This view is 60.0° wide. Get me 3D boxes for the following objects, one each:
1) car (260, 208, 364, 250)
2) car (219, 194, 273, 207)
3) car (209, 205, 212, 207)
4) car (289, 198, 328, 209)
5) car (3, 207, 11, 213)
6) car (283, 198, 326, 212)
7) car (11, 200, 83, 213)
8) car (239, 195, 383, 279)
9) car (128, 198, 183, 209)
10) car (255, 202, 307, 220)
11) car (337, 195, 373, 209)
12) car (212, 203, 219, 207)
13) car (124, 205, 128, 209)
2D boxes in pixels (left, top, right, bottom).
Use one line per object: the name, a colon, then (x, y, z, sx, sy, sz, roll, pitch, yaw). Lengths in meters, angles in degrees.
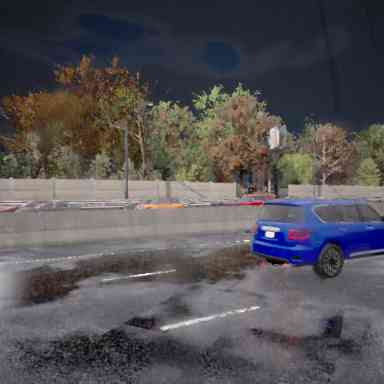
car: (5.417, 1.525, 14.855, 4.674, 1.442, 1.812, 0, 0, -30)
car: (5.657, 1.221, 31.429, 5.566, 2.045, 2.150, 0, 0, -30)
car: (4.590, 1.548, 38.910, 5.357, 1.411, 2.033, 0, 0, -30)
car: (16.060, 1.551, 45.591, 5.357, 1.411, 2.033, 0, 0, -30)
car: (-13.344, 1.478, 28.461, 5.008, 1.535, 1.882, 0, 0, -30)
car: (13.572, 1.493, 40.091, 4.902, 1.511, 2.128, 0, 0, -30)
car: (-11.034, 1.492, 25.754, 4.902, 1.511, 2.128, 0, 0, -30)
car: (4.383, 1.221, 10.201, 5.566, 2.045, 2.150, 0, 0, -30)
car: (-3.041, 1.352, 30.411, 4.553, 1.767, 2.097, 0, 0, -30)
car: (7.649, 1.564, 28.540, 4.181, 1.385, 1.994, 0, 0, -30)
car: (22.101, 1.360, 45.060, 4.553, 1.767, 2.097, 0, 0, -30)
car: (5.158, 1.548, 35.190, 5.357, 1.411, 2.033, 0, 0, -30)
car: (-4.445, 1.505, 33.642, 4.892, 1.490, 1.837, 0, 0, -30)
